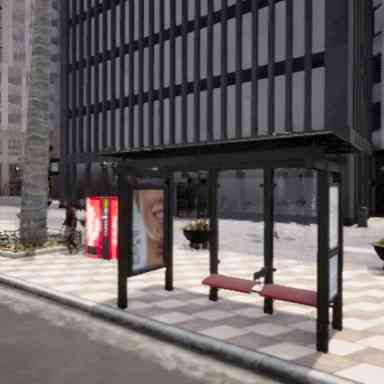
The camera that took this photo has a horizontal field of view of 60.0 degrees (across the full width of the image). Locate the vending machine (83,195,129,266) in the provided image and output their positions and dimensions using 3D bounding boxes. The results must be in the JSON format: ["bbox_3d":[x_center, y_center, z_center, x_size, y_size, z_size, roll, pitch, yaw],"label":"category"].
[{"bbox_3d":[-2.707,1.143,10.565,0.880,2.100,1.100,0,0,35],"label":"vending machine"}]

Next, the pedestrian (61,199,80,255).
[{"bbox_3d":[-3.897,1.083,10.705,0.375,1.860,0.375,0,0,35],"label":"pedestrian"}]
